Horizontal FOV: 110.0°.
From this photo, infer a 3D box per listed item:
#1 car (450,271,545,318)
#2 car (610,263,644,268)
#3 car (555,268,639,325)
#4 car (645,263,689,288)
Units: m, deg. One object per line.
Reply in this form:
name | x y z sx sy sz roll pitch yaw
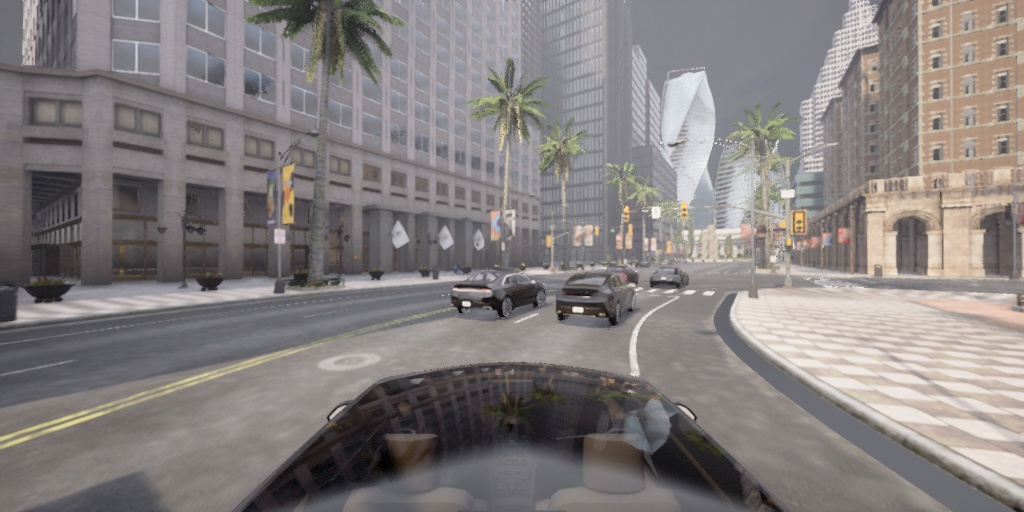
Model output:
car | -0.316 1.304 13.418 2.128 1.511 4.902 0 0 27
car | 8.161 1.448 27.058 1.994 1.385 4.181 0 0 34
car | 3.009 1.310 12.340 1.837 1.490 4.892 0 -1 28
car | 11.026 1.437 25.048 1.994 1.385 4.181 0 0 34
